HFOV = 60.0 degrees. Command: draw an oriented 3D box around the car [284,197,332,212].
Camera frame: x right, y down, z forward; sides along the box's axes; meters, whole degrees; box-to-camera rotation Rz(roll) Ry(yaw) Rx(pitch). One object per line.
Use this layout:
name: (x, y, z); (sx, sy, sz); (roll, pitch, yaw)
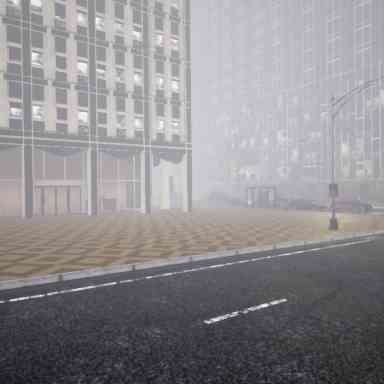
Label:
car: (12.733, 1.423, 36.530); (1.947, 1.339, 4.313); (0, 1, -34)

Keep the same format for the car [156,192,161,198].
car: (-5.848, 0.614, 78.887); (2.192, 1.841, 5.009); (0, 1, -34)

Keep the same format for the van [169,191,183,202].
van: (-3.167, 0.937, 60.080); (1.690, 1.788, 3.998); (0, 1, -34)

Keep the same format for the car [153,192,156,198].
car: (-9.050, 0.686, 83.584); (1.967, 1.590, 4.097); (0, 1, -34)

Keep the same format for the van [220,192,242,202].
van: (6.958, 0.855, 60.103); (1.690, 1.788, 3.998); (0, 1, -34)

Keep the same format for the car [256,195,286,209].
car: (9.546, 1.387, 41.238); (1.802, 1.307, 4.206); (0, 1, -34)

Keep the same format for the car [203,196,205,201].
car: (3.757, 1.043, 64.802); (1.802, 1.307, 4.206); (0, 1, -34)

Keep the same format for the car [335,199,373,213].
car: (16.820, 1.407, 35.348); (1.994, 1.385, 4.181); (-1, 1, -34)

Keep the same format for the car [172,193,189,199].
car: (-2.646, 0.935, 74.194); (1.802, 1.307, 4.206); (0, 1, -34)

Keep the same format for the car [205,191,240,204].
car: (4.933, 0.873, 52.797); (2.150, 2.045, 5.566); (-1, 1, -34)

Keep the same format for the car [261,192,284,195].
car: (10.962, 0.971, 43.937); (2.150, 2.045, 5.566); (-1, 1, -34)

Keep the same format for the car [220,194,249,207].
car: (6.392, 1.319, 45.966); (1.947, 1.339, 4.313); (0, 1, -34)
